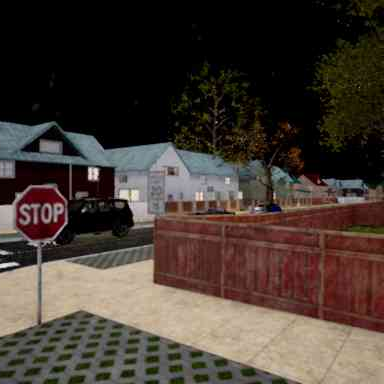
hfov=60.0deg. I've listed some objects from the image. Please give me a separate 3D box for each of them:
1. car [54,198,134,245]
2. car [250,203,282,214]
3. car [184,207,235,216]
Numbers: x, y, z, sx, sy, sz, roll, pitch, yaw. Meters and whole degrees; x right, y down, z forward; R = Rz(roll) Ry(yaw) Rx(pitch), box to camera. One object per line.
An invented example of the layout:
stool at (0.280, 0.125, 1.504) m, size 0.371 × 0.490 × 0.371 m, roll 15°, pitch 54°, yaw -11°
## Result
car at (-5.399, 1.331, 16.691) m, size 2.150 × 2.045 × 5.566 m, roll 0°, pitch -1°, yaw 36°
car at (7.659, 1.841, 34.110) m, size 1.812 × 1.442 × 4.674 m, roll 0°, pitch 0°, yaw 37°
car at (1.370, 1.817, 25.771) m, size 1.895 × 1.301 × 4.718 m, roll 0°, pitch 0°, yaw 37°
